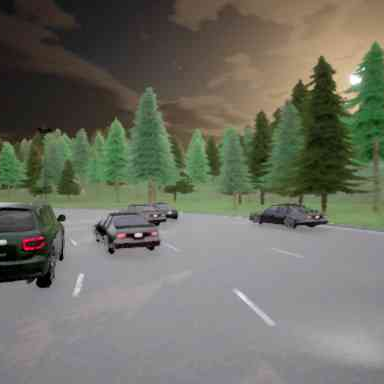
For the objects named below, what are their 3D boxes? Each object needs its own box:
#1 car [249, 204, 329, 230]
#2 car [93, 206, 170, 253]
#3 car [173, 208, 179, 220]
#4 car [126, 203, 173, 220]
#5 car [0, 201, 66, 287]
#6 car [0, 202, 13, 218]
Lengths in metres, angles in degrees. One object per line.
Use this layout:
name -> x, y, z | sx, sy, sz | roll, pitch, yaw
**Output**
car -> 5.769, 1.445, 20.604 | 2.033, 1.411, 5.357 | -1, 0, -27
car -> -2.874, 1.553, 13.867 | 2.033, 1.411, 5.357 | -1, 0, -24
car -> -2.913, 1.546, 26.853 | 1.994, 1.385, 4.181 | -1, 0, -39
car -> -3.771, 1.546, 22.718 | 2.033, 1.411, 5.357 | -1, 0, -37
car -> -4.838, 1.258, 9.201 | 2.150, 2.045, 5.566 | 0, 0, -17
car -> -20.084, 1.708, 32.430 | 5.357, 1.411, 2.033 | -1, 0, 28
